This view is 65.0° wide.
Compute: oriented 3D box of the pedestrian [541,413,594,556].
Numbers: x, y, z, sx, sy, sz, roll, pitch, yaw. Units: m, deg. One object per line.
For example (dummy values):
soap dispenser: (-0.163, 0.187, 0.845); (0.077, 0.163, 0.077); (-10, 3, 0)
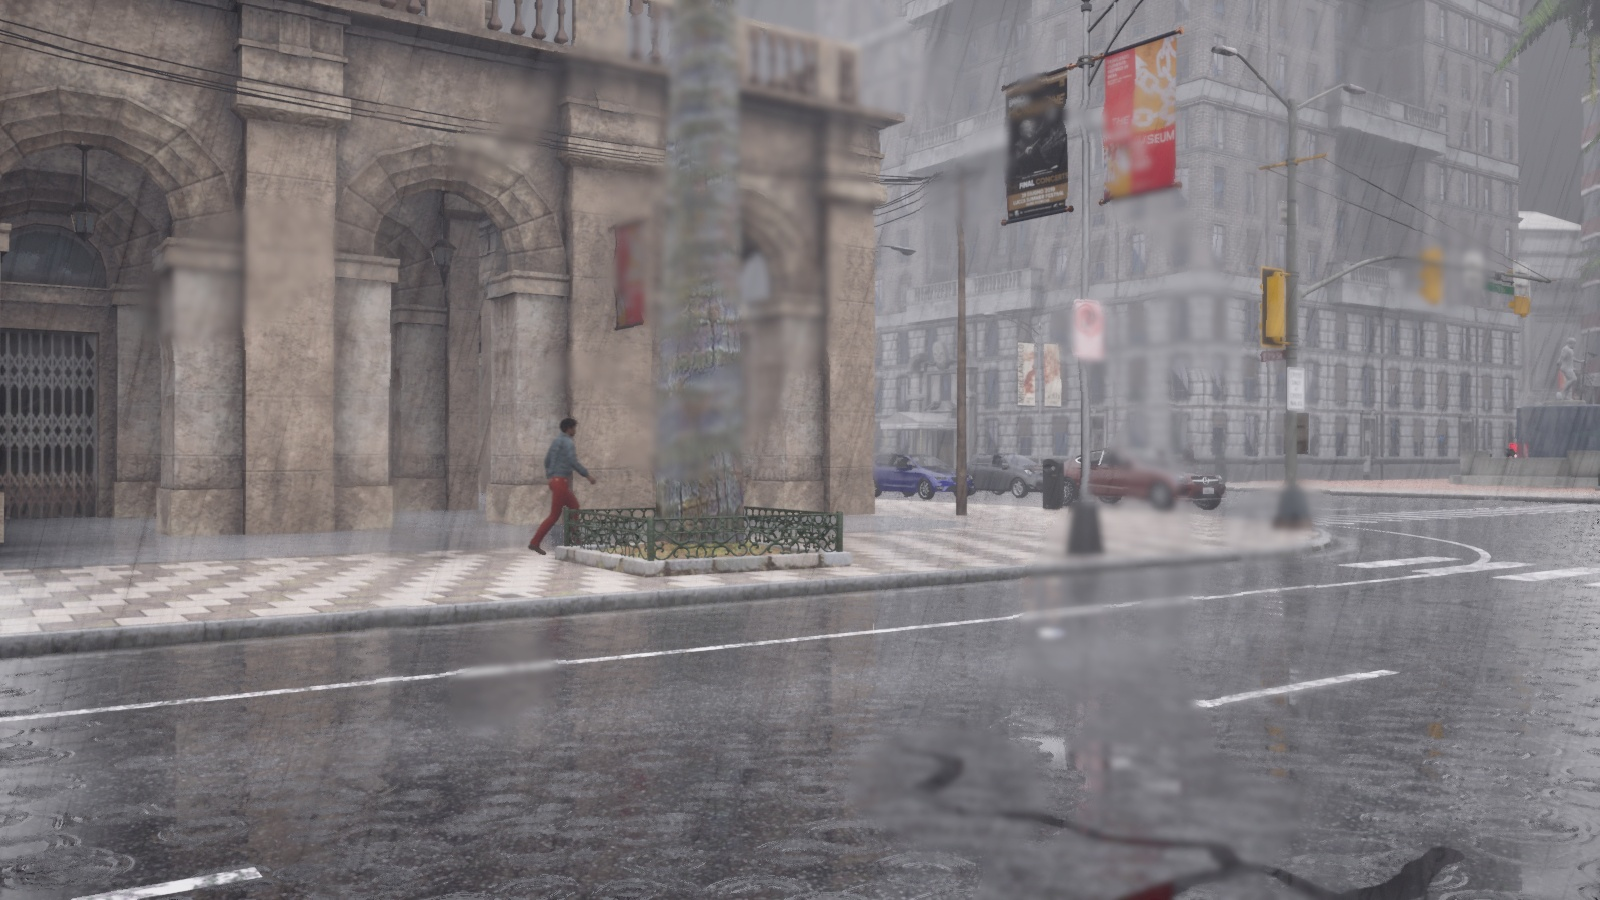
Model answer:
pedestrian: (-3.062, 0.448, 16.532); (0.614, 1.847, 0.353); (0, 0, -26)

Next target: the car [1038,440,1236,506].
car: (9.144, 0.588, 34.468); (2.152, 1.651, 5.027); (0, 0, -35)

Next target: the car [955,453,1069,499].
car: (7.234, 0.849, 43.140); (1.845, 1.501, 3.633); (0, 0, -35)

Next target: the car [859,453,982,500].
car: (3.948, 0.852, 41.834); (1.816, 1.474, 4.193); (0, 0, -34)

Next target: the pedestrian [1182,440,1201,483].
pedestrian: (17.191, 0.500, 55.154); (0.376, 1.854, 0.720); (0, 0, -30)
